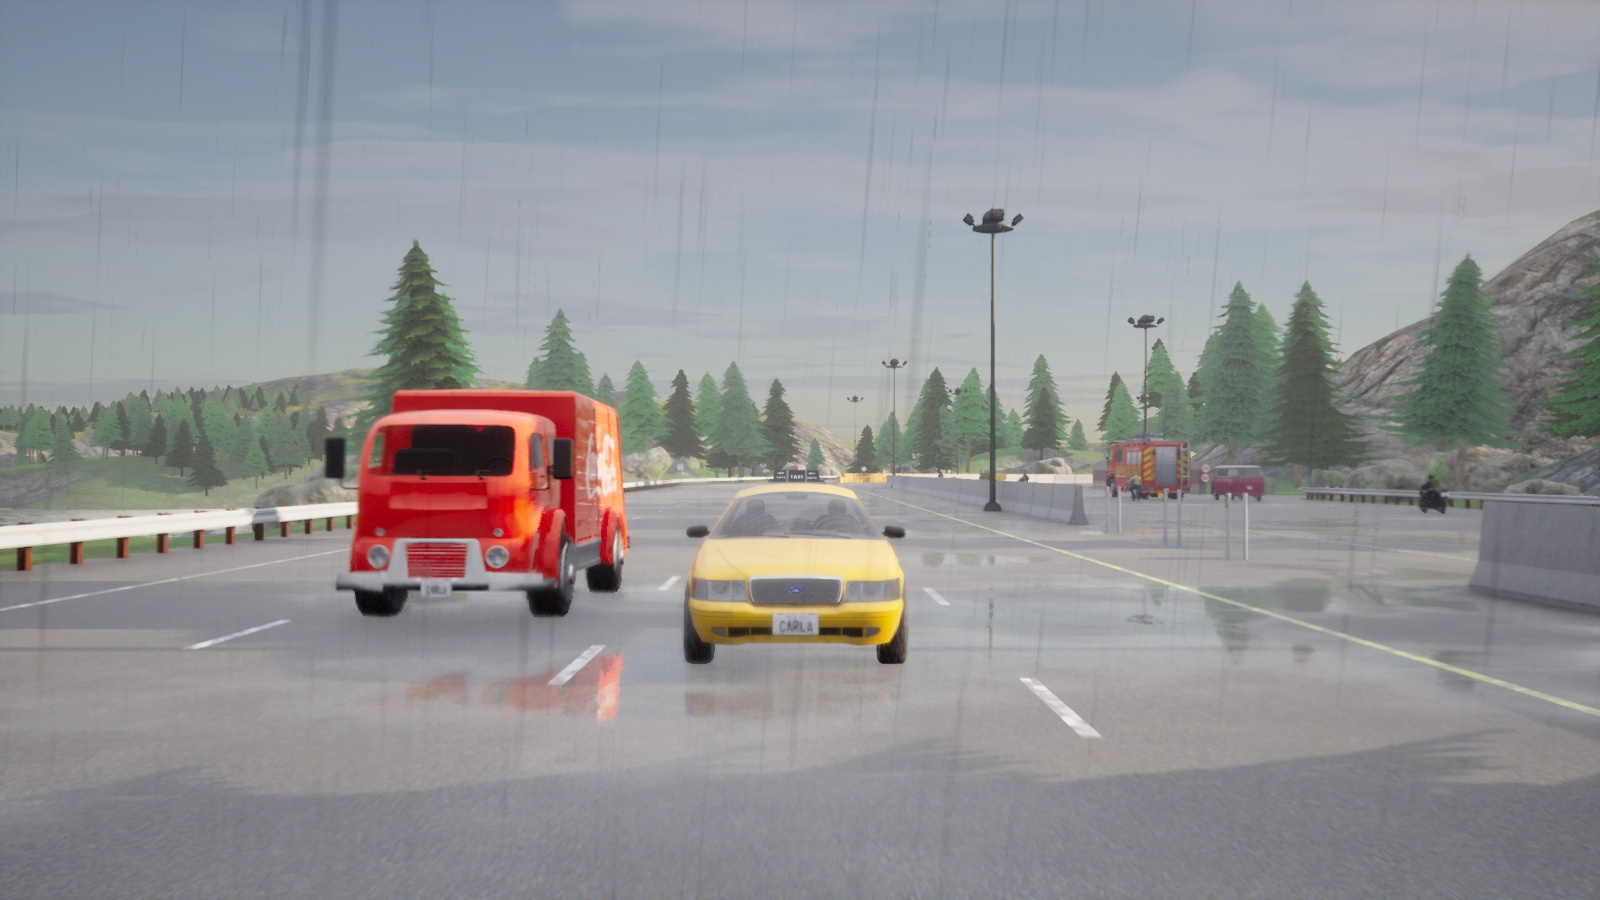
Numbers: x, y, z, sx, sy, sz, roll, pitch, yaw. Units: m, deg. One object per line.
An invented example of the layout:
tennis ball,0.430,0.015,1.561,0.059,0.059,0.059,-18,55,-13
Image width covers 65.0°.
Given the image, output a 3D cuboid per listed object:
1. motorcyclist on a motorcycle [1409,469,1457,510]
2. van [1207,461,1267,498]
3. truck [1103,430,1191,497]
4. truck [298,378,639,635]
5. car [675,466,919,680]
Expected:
motorcyclist on a motorcycle,24.387,1.510,48.432,0.797,1.523,2.044,0,-1,0
van,24.327,1.643,70.038,1.775,1.987,4.442,0,-1,0
truck,20.796,0.836,75.836,2.891,3.827,8.468,0,-1,0
truck,-3.536,0.589,14.731,2.627,2.467,5.204,0,-1,0
car,-0.028,0.955,11.995,1.801,1.575,5.366,0,-1,0
